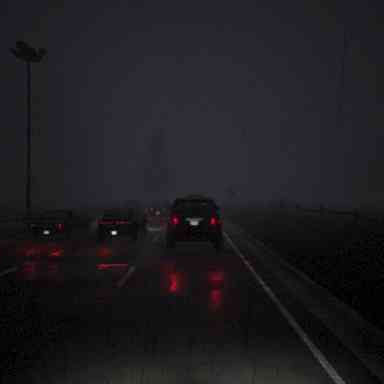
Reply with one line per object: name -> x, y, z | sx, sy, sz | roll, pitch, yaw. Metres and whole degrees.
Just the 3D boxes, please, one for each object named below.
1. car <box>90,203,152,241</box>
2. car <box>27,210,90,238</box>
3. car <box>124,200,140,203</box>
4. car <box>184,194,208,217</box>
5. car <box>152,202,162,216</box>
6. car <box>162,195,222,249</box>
car -> -3.410, 1.535, 16.969 | 1.837, 1.490, 4.892 | 0, 0, 0
car -> -6.908, 1.633, 18.024 | 1.895, 1.301, 4.718 | 0, 0, 0
car -> -6.367, 1.588, 35.614 | 1.812, 1.442, 4.674 | 0, 0, 3
car -> 0.517, 1.281, 33.643 | 2.150, 2.045, 5.566 | 0, 0, 3
car -> -3.011, 1.659, 33.175 | 1.895, 1.301, 4.718 | 0, 0, 3
car -> 0.090, 1.247, 14.846 | 2.150, 2.045, 5.566 | 0, 0, 0
